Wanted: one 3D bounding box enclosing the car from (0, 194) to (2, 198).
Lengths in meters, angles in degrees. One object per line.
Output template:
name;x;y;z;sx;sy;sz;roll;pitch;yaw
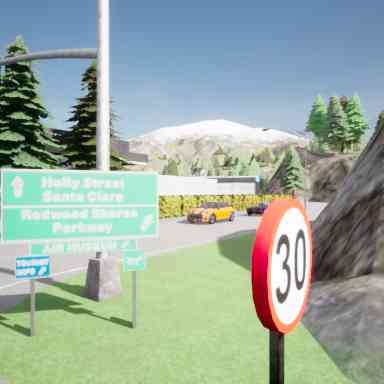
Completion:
car;-38.665;1.489;69.982;4.514;1.523;2.007;0;0;35

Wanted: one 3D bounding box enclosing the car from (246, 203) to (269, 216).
car;7.468;1.792;34.853;1.895;1.301;4.718;0;0;36

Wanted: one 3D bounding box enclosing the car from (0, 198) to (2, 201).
car;-12.422;1.504;26.064;1.905;1.878;3.866;0;0;35

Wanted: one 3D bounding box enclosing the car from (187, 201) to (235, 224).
car;1.563;1.544;26.726;2.097;1.767;4.553;0;0;36
